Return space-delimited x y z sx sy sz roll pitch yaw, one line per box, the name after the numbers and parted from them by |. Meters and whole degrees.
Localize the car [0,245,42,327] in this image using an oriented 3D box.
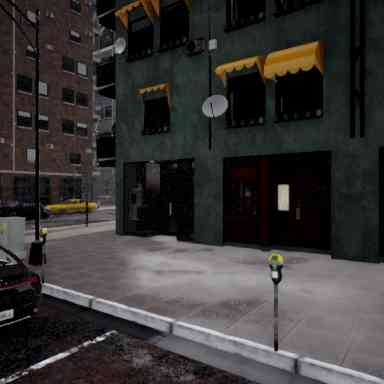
-4.487 1.551 6.065 4.403 1.369 2.008 0 0 35 | car

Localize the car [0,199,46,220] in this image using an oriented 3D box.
-14.067 1.350 26.067 2.008 1.369 4.403 1 1 35 | car

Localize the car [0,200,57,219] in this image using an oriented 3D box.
-12.383 1.374 23.879 1.994 1.385 4.181 0 1 33 | car

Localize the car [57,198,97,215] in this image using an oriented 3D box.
-10.982 1.249 30.495 1.752 1.417 4.829 1 1 35 | car
